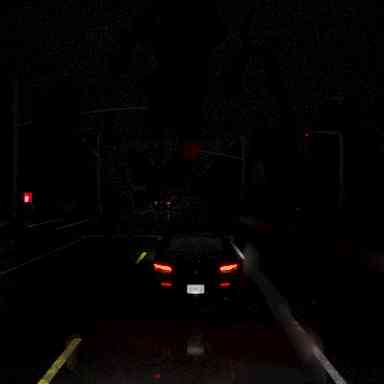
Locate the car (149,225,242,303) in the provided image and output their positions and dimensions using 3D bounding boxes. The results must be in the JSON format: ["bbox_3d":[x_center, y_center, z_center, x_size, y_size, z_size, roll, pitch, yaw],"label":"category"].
[{"bbox_3d":[0.080,1.526,8.092,1.812,1.442,4.674,0,0,0],"label":"car"}]

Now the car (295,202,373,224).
[{"bbox_3d":[10.038,1.472,24.315,4.902,1.511,2.128,0,0,-4],"label":"car"}]

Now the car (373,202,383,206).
[{"bbox_3d":[15.563,1.528,28.655,5.357,1.411,2.033,0,0,-6],"label":"car"}]

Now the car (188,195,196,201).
[{"bbox_3d":[0.069,1.525,80.886,2.128,1.511,4.902,0,0,0],"label":"car"}]

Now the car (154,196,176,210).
[{"bbox_3d":[-3.555,1.352,42.389,2.097,1.767,4.553,0,0,2],"label":"car"}]

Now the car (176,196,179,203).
[{"bbox_3d":[-3.547,1.527,53.098,1.812,1.442,4.674,0,1,0],"label":"car"}]
